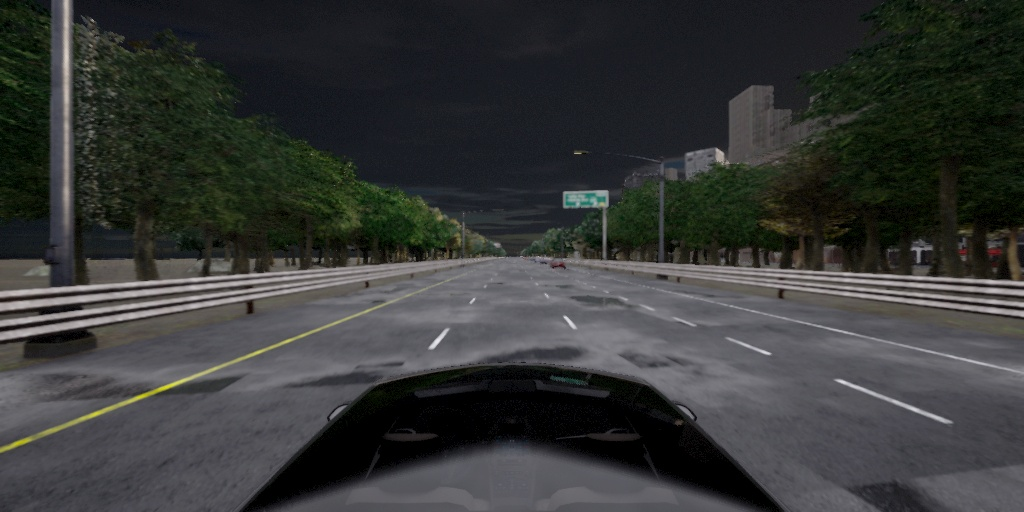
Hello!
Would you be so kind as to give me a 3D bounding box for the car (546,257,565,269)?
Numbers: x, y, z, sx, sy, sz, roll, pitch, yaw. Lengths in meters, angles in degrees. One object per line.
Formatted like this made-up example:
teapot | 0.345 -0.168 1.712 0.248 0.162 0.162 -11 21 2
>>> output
car | 7.102 1.078 56.735 2.097 1.767 4.553 0 0 0
